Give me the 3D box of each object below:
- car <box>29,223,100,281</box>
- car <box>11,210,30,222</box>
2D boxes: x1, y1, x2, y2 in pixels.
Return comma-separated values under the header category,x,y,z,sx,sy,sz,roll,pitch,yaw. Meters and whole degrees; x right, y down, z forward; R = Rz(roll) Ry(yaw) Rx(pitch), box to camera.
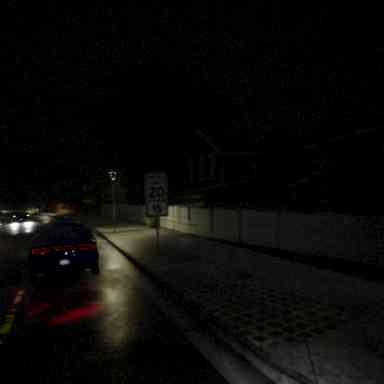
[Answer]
category,x,y,z,sx,sy,sz,roll,pitch,yaw
car,-4.181,1.768,11.107,1.882,1.535,5.008,-2,-1,-19
car,-20.685,2.850,40.019,1.895,1.301,4.718,-2,-1,-31
